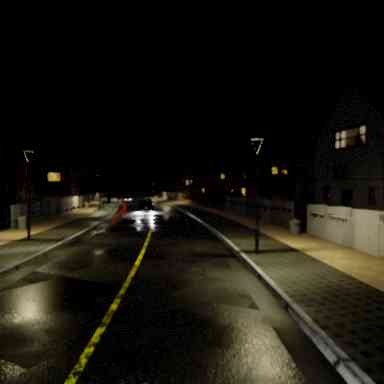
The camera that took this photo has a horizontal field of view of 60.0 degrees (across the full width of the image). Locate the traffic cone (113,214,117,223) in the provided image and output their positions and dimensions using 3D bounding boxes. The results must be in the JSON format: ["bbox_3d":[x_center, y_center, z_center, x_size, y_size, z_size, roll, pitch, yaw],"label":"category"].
[{"bbox_3d":[-5.155,1.784,22.168,0.340,0.580,0.340,0,0,-7],"label":"traffic cone"}]

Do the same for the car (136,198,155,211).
[{"bbox_3d":[-5.178,1.312,36.584,1.895,1.301,4.718,0,0,-11],"label":"car"}]

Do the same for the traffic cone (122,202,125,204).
[{"bbox_3d":[-7.389,1.678,36.818,0.340,0.580,0.340,0,0,-11],"label":"traffic cone"}]

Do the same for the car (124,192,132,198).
[{"bbox_3d":[-16.439,0.856,85.167,2.128,1.511,4.902,0,0,-14],"label":"car"}]

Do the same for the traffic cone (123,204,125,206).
[{"bbox_3d":[-6.524,1.712,31.954,0.340,0.580,0.340,0,0,-9],"label":"traffic cone"}]
